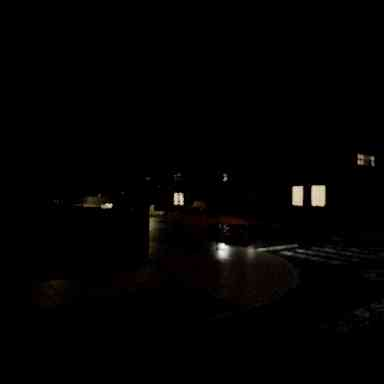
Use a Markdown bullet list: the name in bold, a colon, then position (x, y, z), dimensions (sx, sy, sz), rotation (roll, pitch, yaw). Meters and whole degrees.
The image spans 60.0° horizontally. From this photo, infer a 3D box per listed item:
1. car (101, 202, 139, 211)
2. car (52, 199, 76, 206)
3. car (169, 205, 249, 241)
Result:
- **car**: position (-5.696, 1.498, 25.451), dimensions (2.033, 1.411, 5.357), rotation (1, -1, -37)
- **car**: position (-14.217, 1.446, 36.678), dimensions (1.994, 1.385, 4.181), rotation (1, -1, -37)
- **car**: position (0.728, 1.482, 16.969), dimensions (1.882, 1.535, 5.008), rotation (1, -1, -36)
